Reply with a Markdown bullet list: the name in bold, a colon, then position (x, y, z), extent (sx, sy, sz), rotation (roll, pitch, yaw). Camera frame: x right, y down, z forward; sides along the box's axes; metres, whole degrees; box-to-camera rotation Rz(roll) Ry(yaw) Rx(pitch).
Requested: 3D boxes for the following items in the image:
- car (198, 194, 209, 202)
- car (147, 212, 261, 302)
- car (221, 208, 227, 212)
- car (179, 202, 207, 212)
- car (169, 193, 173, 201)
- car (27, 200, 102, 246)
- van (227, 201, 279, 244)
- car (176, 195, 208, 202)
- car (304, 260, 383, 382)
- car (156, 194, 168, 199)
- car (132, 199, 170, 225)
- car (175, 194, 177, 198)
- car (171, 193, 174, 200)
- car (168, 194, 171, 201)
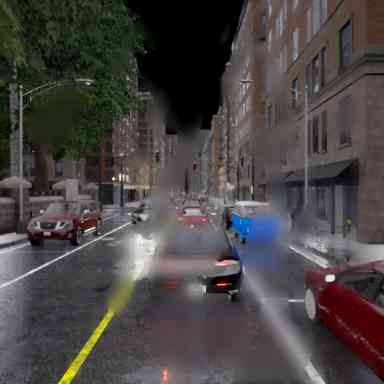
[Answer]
- **car**: position (2.829, 1.386, 75.610), extent (1.967, 1.590, 4.097), rotation (0, 0, 0)
- **car**: position (0.097, 1.490, 8.261), extent (2.128, 1.511, 4.902), rotation (0, 0, 0)
- **car**: position (2.849, 1.557, 21.233), extent (1.947, 1.339, 4.313), rotation (0, 0, 0)
- **car**: position (0.097, 1.519, 18.523), extent (1.812, 1.442, 4.674), rotation (0, 0, 0)
- **car**: position (-5.694, 1.493, 70.120), extent (1.887, 1.381, 4.507), rotation (0, 0, 0)
- **car**: position (-5.675, 1.310, 15.530), extent (2.192, 1.841, 5.009), rotation (0, 0, 0)
- **van**: position (2.850, 1.336, 15.573), extent (1.690, 1.788, 3.998), rotation (0, 0, 0)
- **car**: position (0.039, 1.338, 27.480), extent (2.097, 1.767, 4.553), rotation (0, 0, 2)
- **car**: position (2.854, 1.544, 4.252), extent (1.887, 1.381, 4.507), rotation (0, 0, 0)
- **car**: position (-5.690, 1.480, 59.048), extent (1.752, 1.417, 4.829), rotation (0, 0, 0)
- **car**: position (-3.028, 1.482, 23.826), extent (2.128, 1.511, 4.902), rotation (0, 0, 0)
- **car**: position (-5.700, 1.496, 86.472), extent (2.008, 1.369, 4.403), rotation (0, 0, 0)
- **car**: position (-5.696, 1.491, 75.571), extent (1.887, 1.381, 4.507), rotation (0, 0, 0)
- **car**: position (-5.692, 1.502, 64.669), extent (2.008, 1.369, 4.403), rotation (0, 0, 0)
